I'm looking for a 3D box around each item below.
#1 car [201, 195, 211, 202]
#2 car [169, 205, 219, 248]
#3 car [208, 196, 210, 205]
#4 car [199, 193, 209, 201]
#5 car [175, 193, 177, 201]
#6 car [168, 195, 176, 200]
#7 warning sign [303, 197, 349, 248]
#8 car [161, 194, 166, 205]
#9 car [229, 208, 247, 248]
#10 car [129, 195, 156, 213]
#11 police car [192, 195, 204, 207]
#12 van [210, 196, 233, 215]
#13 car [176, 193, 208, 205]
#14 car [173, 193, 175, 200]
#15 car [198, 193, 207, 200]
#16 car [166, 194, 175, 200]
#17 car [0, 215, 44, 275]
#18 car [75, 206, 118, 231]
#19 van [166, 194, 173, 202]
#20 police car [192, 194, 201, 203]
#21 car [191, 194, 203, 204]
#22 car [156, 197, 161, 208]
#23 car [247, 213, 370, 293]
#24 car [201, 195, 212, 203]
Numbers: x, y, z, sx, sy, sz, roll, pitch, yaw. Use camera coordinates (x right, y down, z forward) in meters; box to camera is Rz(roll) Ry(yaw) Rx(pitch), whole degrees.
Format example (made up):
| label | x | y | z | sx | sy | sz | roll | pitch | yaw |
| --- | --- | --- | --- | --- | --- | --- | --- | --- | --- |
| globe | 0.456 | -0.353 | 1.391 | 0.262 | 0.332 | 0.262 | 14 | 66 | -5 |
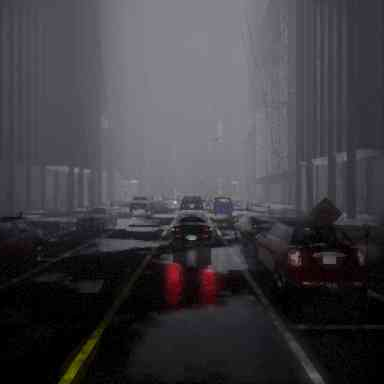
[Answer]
| label | x | y | z | sx | sy | sz | roll | pitch | yaw |
| --- | --- | --- | --- | --- | --- | --- | --- | --- | --- |
| car | 2.859 | 1.358 | 70.891 | 1.967 | 1.590 | 4.097 | 0 | 0 | 0 |
| car | 0.000 | 1.532 | 14.650 | 1.812 | 1.442 | 4.674 | 0 | 0 | 0 |
| car | 2.860 | 1.504 | 37.223 | 1.752 | 1.417 | 4.829 | 0 | 0 | 0 |
| car | 2.858 | 1.229 | 82.171 | 2.192 | 1.841 | 5.009 | 0 | 0 | 0 |
| car | -3.001 | 1.344 | 76.726 | 1.882 | 1.535 | 5.008 | 0 | 0 | 0 |
| car | -5.668 | 1.461 | 93.462 | 1.887 | 1.381 | 4.507 | 0 | 0 | 0 |
| warning sign | 5.066 | 1.115 | 12.650 | 1.300 | 1.860 | 1.060 | 0 | 0 | 0 |
| car | -5.667 | 1.471 | 53.782 | 1.752 | 1.417 | 4.829 | 0 | 0 | 1 |
| car | 2.858 | 1.580 | 14.492 | 1.802 | 1.307 | 4.206 | 0 | 0 | 0 |
| car | -5.666 | 1.294 | 37.073 | 2.192 | 1.841 | 5.009 | 0 | 0 | 0 |
| police car | 0.900 | 1.373 | 52.757 | 1.930 | 1.638 | 5.238 | 0 | 0 | 0 |
| van | 2.859 | 1.328 | 31.411 | 1.690 | 1.788 | 3.998 | 0 | 0 | 0 |
| car | 0.000 | 1.248 | 29.679 | 2.150 | 2.045 | 5.566 | 0 | 0 | 0 |
| car | -5.667 | 1.480 | 76.545 | 1.947 | 1.339 | 4.313 | 0 | 0 | 0 |
| car | 2.858 | 1.230 | 87.809 | 2.192 | 1.841 | 5.009 | 0 | 0 | 0 |
| car | -5.668 | 1.355 | 87.823 | 1.967 | 1.590 | 4.097 | 0 | 0 | 0 |
| car | -5.668 | 1.439 | 8.876 | 1.967 | 1.590 | 4.097 | 0 | 0 | 0 |
| car | -5.667 | 1.548 | 20.154 | 2.008 | 1.369 | 4.403 | 0 | 0 | 0 |
| van | -5.666 | 1.259 | 70.906 | 1.690 | 1.788 | 3.998 | 0 | 0 | 0 |
| police car | 0.900 | 1.346 | 68.758 | 1.930 | 1.638 | 5.238 | 0 | 0 | 0 |
| car | 0.899 | 1.279 | 62.618 | 2.097 | 1.767 | 4.553 | 0 | 0 | 0 |
| car | -5.666 | 1.284 | 42.714 | 2.192 | 1.841 | 5.009 | 0 | 0 | 0 |
| car | 2.858 | 1.439 | 8.851 | 1.967 | 1.590 | 4.097 | 0 | 0 | 0 |
| car | 2.859 | 1.364 | 65.253 | 1.967 | 1.590 | 4.097 | 0 | 0 | 0 |
